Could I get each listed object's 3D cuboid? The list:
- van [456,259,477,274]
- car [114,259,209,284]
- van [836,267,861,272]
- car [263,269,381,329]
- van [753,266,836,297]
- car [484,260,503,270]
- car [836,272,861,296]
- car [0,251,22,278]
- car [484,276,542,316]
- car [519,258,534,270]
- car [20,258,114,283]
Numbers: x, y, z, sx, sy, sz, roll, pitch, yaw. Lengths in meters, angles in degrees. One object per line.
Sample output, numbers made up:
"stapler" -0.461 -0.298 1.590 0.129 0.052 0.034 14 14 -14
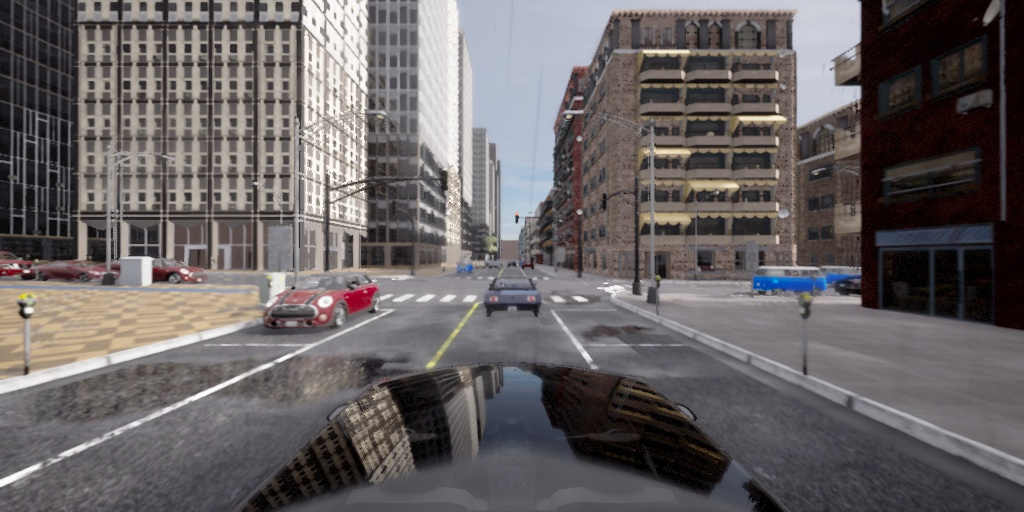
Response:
"van" -5.689 1.291 43.711 1.690 1.789 3.998 0 0 0
"car" -21.147 0.912 22.006 4.097 1.591 1.967 0 0 0
"van" 27.920 1.786 30.493 3.998 1.789 1.690 0 0 0
"car" -5.690 1.234 11.237 1.967 1.591 4.097 0 0 0
"van" 16.912 1.547 21.951 3.998 1.789 1.690 0 0 0
"car" -3.036 1.587 61.146 2.033 1.411 5.357 0 0 1
"car" 22.452 1.879 22.133 4.313 1.339 1.948 0 0 0
"car" -32.295 0.572 21.982 5.009 1.841 2.192 0 0 0
"car" 0.038 1.406 13.620 1.895 1.301 4.718 0 0 0
"car" 2.691 1.351 60.364 2.192 1.841 5.009 0 0 0
"car" -26.721 0.946 21.994 4.207 1.307 1.802 0 0 0
